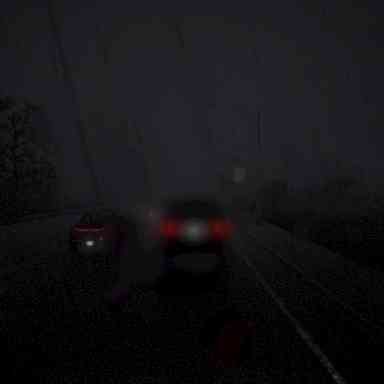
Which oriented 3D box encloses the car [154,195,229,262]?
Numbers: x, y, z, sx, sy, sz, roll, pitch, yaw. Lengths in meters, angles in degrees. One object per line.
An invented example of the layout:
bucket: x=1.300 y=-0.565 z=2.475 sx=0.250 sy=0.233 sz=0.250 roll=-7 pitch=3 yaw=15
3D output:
car: x=0.128 y=1.222 z=12.314 sx=2.150 sy=2.045 sz=5.566 roll=0 pitch=0 yaw=1

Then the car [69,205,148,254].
car: x=-3.340 y=1.490 z=13.495 sx=2.128 sy=1.511 sz=4.902 roll=0 pitch=0 yaw=1

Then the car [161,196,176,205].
car: x=-4.276 y=1.497 z=60.052 sx=1.837 sy=1.490 sz=4.892 roll=0 pitch=0 yaw=6

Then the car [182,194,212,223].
car: x=0.506 y=1.220 z=27.222 sx=2.150 sy=2.045 sz=5.566 roll=0 pitch=0 yaw=3

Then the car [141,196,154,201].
car: x=-7.863 y=1.519 z=59.440 sx=1.812 sy=1.442 sz=4.674 roll=0 pitch=0 yaw=6

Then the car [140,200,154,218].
car: x=-2.965 y=1.598 z=27.839 sx=1.895 sy=1.301 sz=4.718 roll=0 pitch=0 yaw=3
